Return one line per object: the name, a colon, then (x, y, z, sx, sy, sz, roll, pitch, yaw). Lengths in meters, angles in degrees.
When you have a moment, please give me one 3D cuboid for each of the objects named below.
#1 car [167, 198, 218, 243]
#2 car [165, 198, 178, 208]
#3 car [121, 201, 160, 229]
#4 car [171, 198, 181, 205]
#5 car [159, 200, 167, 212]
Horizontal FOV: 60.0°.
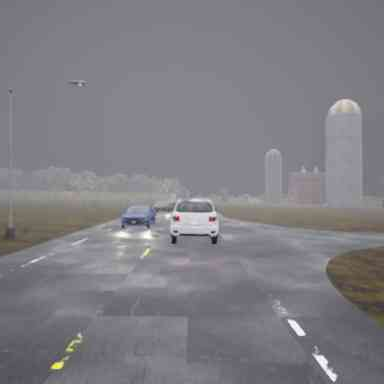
car: (0.113, 1.363, 16.905, 2.150, 2.045, 5.566, 1, -1, 0)
car: (-3.554, 1.909, 57.235, 1.882, 1.535, 5.008, 0, 0, 1)
car: (-3.599, 1.613, 23.086, 1.882, 1.535, 5.008, 0, 0, 0)
car: (-3.501, 2.088, 72.711, 1.837, 1.490, 4.892, 0, -1, 0)
car: (-3.592, 1.754, 40.630, 1.882, 1.535, 5.008, 0, -1, 0)
